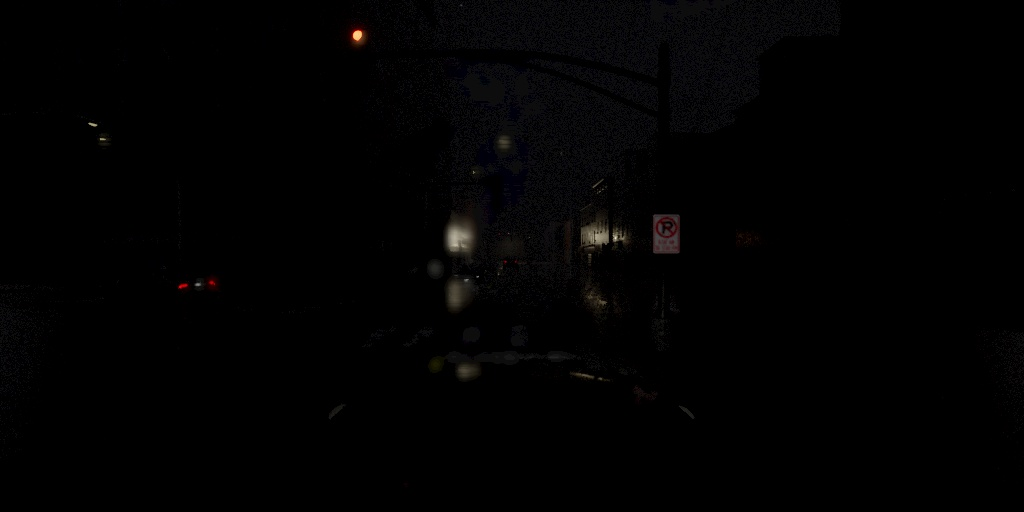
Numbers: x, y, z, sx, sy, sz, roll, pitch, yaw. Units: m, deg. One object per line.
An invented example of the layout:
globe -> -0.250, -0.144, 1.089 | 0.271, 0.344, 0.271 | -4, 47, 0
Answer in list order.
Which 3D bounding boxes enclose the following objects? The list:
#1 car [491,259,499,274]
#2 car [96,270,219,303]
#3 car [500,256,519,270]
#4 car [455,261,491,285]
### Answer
car -> -3.003, 1.301, 42.568 | 2.033, 1.411, 5.357 | 0, 0, 0
car -> -16.695, 1.371, 16.953 | 5.357, 1.411, 2.033 | 0, 0, 14
car -> -0.194, 0.979, 52.552 | 2.150, 2.045, 5.566 | 0, 0, 0
car -> -2.943, 1.298, 26.528 | 2.033, 1.411, 5.357 | 0, 0, 0
